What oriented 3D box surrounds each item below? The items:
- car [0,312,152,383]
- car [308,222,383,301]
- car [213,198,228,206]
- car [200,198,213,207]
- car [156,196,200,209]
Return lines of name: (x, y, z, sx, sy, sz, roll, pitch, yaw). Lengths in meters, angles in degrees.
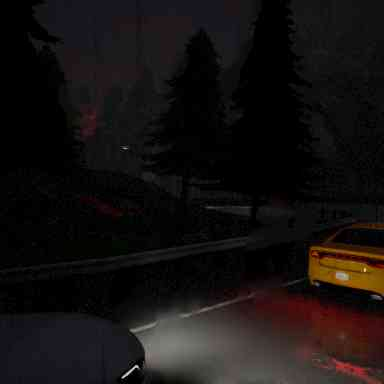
car: (-2.523, 1.526, 2.208, 4.674, 1.442, 1.812, 0, 0, -36)
car: (4.749, 1.478, 8.075, 5.008, 1.535, 1.882, 0, 0, -42)
car: (3.279, 1.569, 52.268, 4.718, 1.301, 1.895, 0, 0, 34)
car: (-0.056, 1.509, 50.310, 5.357, 1.411, 2.033, 0, 0, 35)
car: (-2.050, 1.509, 47.432, 5.357, 1.411, 2.033, 0, 0, 35)
